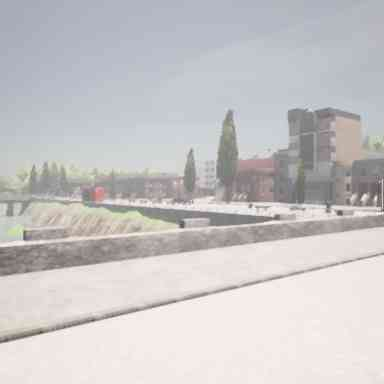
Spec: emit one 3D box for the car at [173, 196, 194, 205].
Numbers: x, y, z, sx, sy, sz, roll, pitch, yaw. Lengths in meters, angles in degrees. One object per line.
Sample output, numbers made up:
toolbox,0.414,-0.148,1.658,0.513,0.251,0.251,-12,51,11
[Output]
car,-1.455,1.464,58.287,1.837,1.490,4.892,0,0,-35
